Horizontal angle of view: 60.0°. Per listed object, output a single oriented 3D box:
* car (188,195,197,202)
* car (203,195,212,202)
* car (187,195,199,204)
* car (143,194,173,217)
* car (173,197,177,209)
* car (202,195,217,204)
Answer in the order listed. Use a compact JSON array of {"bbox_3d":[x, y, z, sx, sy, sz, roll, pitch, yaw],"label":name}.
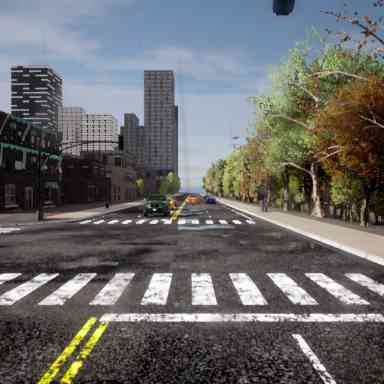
[{"bbox_3d":[0.119,1.448,72.852,1.882,1.535,5.008,0,0,0],"label":"car"},{"bbox_3d":[3.357,1.470,73.118,1.837,1.490,4.892,0,0,0],"label":"car"},{"bbox_3d":[0.189,1.329,61.883,2.097,1.767,4.553,0,0,0],"label":"car"},{"bbox_3d":[-3.296,1.211,32.094,2.150,2.045,5.566,0,0,0],"label":"car"},{"bbox_3d":[-3.277,1.463,42.276,1.882,1.535,5.008,0,0,0],"label":"car"},{"bbox_3d":[3.438,1.541,61.244,1.994,1.385,4.181,0,0,0],"label":"car"}]
